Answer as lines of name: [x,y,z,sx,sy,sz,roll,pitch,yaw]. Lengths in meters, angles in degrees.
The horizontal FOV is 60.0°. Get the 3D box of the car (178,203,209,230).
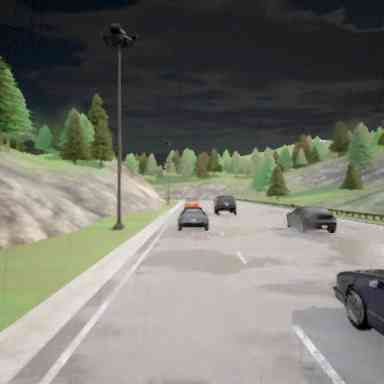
car: [0.090,1.686,22.125,1.994,1.385,4.181,0,0,0]

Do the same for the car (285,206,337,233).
car: [7.087,1.609,20.204,1.837,1.490,4.892,0,0,0]

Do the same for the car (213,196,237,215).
car: [3.575,1.418,36.649,2.150,2.045,5.566,0,0,0]

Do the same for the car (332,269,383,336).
car: [3.627,1.565,3.924,2.033,1.411,5.357,0,0,0]

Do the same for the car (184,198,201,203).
car: [0.075,1.598,44.433,2.097,1.767,4.553,0,0,0]
